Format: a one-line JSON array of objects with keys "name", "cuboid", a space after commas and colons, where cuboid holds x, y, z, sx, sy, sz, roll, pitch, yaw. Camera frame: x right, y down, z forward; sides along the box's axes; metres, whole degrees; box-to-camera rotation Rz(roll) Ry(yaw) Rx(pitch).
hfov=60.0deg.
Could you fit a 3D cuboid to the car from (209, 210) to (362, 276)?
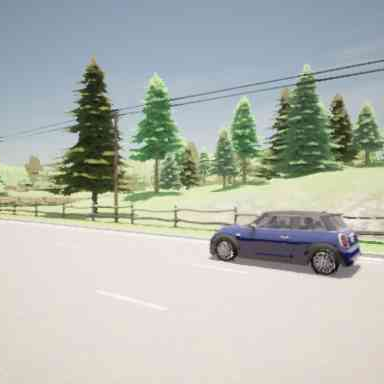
[{"name": "car", "cuboid": [2.789, 1.351, 10.603, 4.553, 1.767, 2.097, 0, 0, 36]}]
